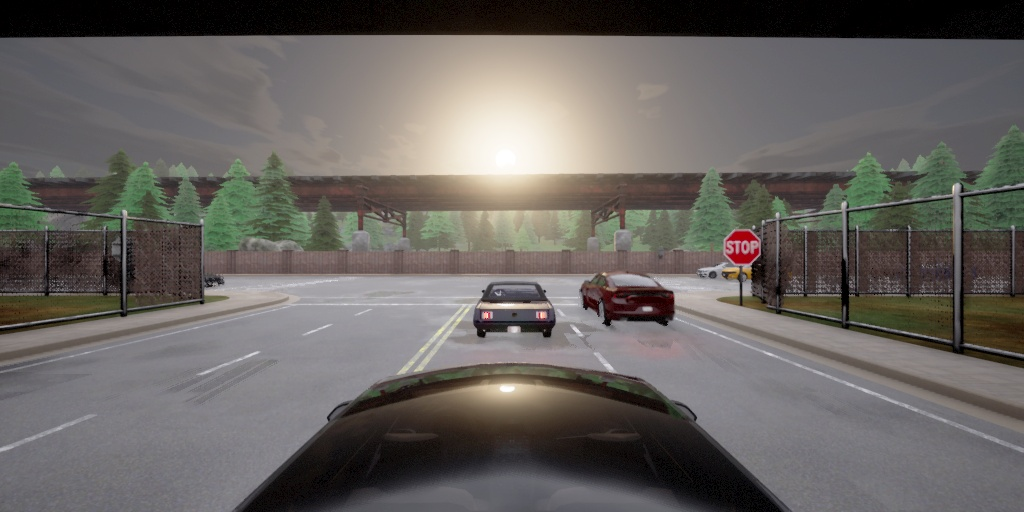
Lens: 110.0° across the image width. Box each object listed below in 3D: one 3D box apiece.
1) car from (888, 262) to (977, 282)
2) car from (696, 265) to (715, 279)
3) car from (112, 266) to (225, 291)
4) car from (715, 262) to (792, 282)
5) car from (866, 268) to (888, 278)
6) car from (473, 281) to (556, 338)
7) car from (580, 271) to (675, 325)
[{"bbox_3d":[33.356,1.228,28.297,5.008,1.535,1.882,0,0,0],"label":"car"},{"bbox_3d":[18.940,1.276,31.881,4.674,1.442,1.812,0,0,0],"label":"car"},{"bbox_3d":[-20.508,1.297,21.515,5.357,1.411,2.033,0,0,-1],"label":"car"},{"bbox_3d":[19.305,1.228,28.397,5.008,1.535,1.882,0,0,0],"label":"car"},{"bbox_3d":[34.427,1.351,31.790,4.718,1.301,1.895,0,0,0],"label":"car"},{"bbox_3d":[0.058,1.351,10.216,1.895,1.301,4.718,0,0,0],"label":"car"},{"bbox_3d":[3.558,1.228,11.890,1.882,1.535,5.008,0,0,0],"label":"car"}]
